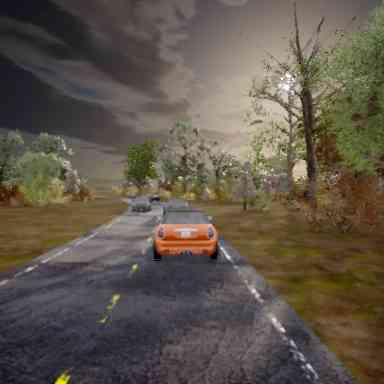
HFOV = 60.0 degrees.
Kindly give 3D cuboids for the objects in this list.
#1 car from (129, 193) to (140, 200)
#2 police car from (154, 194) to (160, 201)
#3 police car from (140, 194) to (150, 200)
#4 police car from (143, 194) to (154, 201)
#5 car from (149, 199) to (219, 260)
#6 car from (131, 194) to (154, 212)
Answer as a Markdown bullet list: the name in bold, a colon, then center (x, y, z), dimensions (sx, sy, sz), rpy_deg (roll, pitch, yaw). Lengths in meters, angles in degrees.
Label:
- **car**: center (-13.282, 1.009, 76.749), dimensions (1.994, 1.385, 4.181), rpy_deg (0, 0, -15)
- **police car**: center (-8.101, 1.269, 72.292), dimensions (1.930, 1.638, 5.238), rpy_deg (0, 0, -14)
- **police car**: center (-12.404, 1.238, 87.832), dimensions (1.930, 1.638, 5.238), rpy_deg (0, 0, -17)
- **police car**: center (-10.694, 1.250, 82.031), dimensions (1.930, 1.638, 5.238), rpy_deg (0, 0, -16)
- **car**: center (-0.272, 1.323, 12.435), dimensions (2.097, 1.767, 4.553), rpy_deg (0, 0, -2)
- **car**: center (-5.575, 1.274, 36.940), dimensions (2.097, 1.767, 4.553), rpy_deg (0, 0, -7)
